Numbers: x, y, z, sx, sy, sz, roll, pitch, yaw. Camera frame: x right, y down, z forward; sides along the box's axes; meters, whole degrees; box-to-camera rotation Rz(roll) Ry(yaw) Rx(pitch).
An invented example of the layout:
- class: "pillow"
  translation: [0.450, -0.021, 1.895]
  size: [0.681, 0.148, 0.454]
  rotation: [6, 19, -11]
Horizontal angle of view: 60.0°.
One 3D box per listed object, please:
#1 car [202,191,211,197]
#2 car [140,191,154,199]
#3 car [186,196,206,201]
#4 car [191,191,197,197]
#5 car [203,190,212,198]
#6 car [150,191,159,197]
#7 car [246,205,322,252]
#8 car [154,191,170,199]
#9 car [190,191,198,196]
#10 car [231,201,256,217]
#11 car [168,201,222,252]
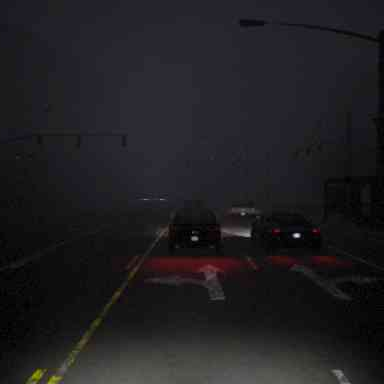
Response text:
- class: "car"
  translation: [4.046, 0.573, 94.000]
  size: [2.128, 1.511, 4.902]
  rotation: [0, 1, 0]
- class: "car"
  translation: [-10.077, 0.901, 72.942]
  size: [1.994, 1.385, 4.181]
  rotation: [0, 1, 0]
- class: "car"
  translation: [0.079, 1.315, 25.897]
  size: [2.033, 1.411, 5.357]
  rotation: [0, 1, -2]
- class: "car"
  translation: [0.546, 0.526, 94.020]
  size: [1.882, 1.535, 5.008]
  rotation: [0, 1, 0]
- class: "car"
  translation: [3.988, 0.765, 84.000]
  size: [1.812, 1.442, 4.674]
  rotation: [0, 1, 0]
- class: "car"
  translation: [-9.986, 0.468, 88.677]
  size: [1.812, 1.442, 4.674]
  rotation: [0, 1, 0]
- class: "car"
  translation: [3.625, 1.444, 13.414]
  size: [1.994, 1.385, 4.181]
  rotation: [0, 1, 1]
- class: "car"
  translation: [-6.577, 0.901, 72.922]
  size: [1.994, 1.385, 4.181]
  rotation: [0, 1, 0]
- class: "car"
  translation: [0.488, 0.765, 84.020]
  size: [1.812, 1.442, 4.674]
  rotation: [0, 1, 0]
- class: "car"
  translation: [4.275, 1.355, 27.362]
  size: [1.895, 1.301, 4.718]
  rotation: [0, 1, 11]
- class: "car"
  translation: [0.122, 1.357, 13.391]
  size: [1.882, 1.535, 5.008]
  rotation: [0, 0, 1]
